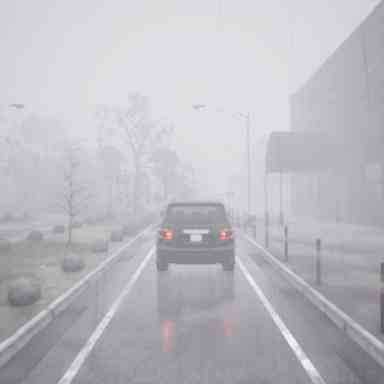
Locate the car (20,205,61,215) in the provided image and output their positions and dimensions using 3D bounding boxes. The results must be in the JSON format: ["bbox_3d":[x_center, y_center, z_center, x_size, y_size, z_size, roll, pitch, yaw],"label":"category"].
[{"bbox_3d":[-19.579,2.280,43.039,4.718,1.301,1.895,2,-3,-39],"label":"car"}]

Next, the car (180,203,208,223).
[{"bbox_3d":[0.201,1.673,27.731,2.128,1.511,4.902,0,-1,1],"label":"car"}]

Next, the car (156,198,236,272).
[{"bbox_3d":[0.097,1.215,10.872,2.150,2.045,5.566,0,0,0],"label":"car"}]
